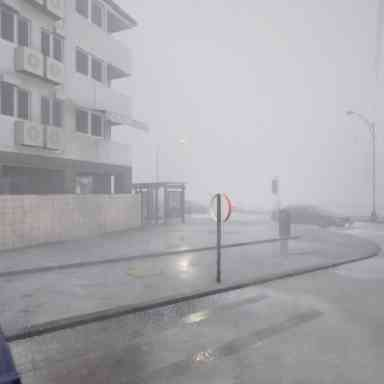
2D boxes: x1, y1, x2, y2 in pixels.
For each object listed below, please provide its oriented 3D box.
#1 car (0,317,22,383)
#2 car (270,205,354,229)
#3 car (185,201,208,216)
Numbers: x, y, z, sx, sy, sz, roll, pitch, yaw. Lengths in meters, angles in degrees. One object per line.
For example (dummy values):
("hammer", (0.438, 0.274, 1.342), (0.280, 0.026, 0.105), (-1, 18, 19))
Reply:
("car", (-3.706, 1.601, 1.935), (4.718, 1.301, 1.895), (0, 0, -35))
("car", (7.635, 1.547, 21.816), (2.033, 1.411, 5.357), (0, 0, -35))
("car", (-0.245, 1.563, 32.934), (1.994, 1.385, 4.181), (0, 0, -35))
